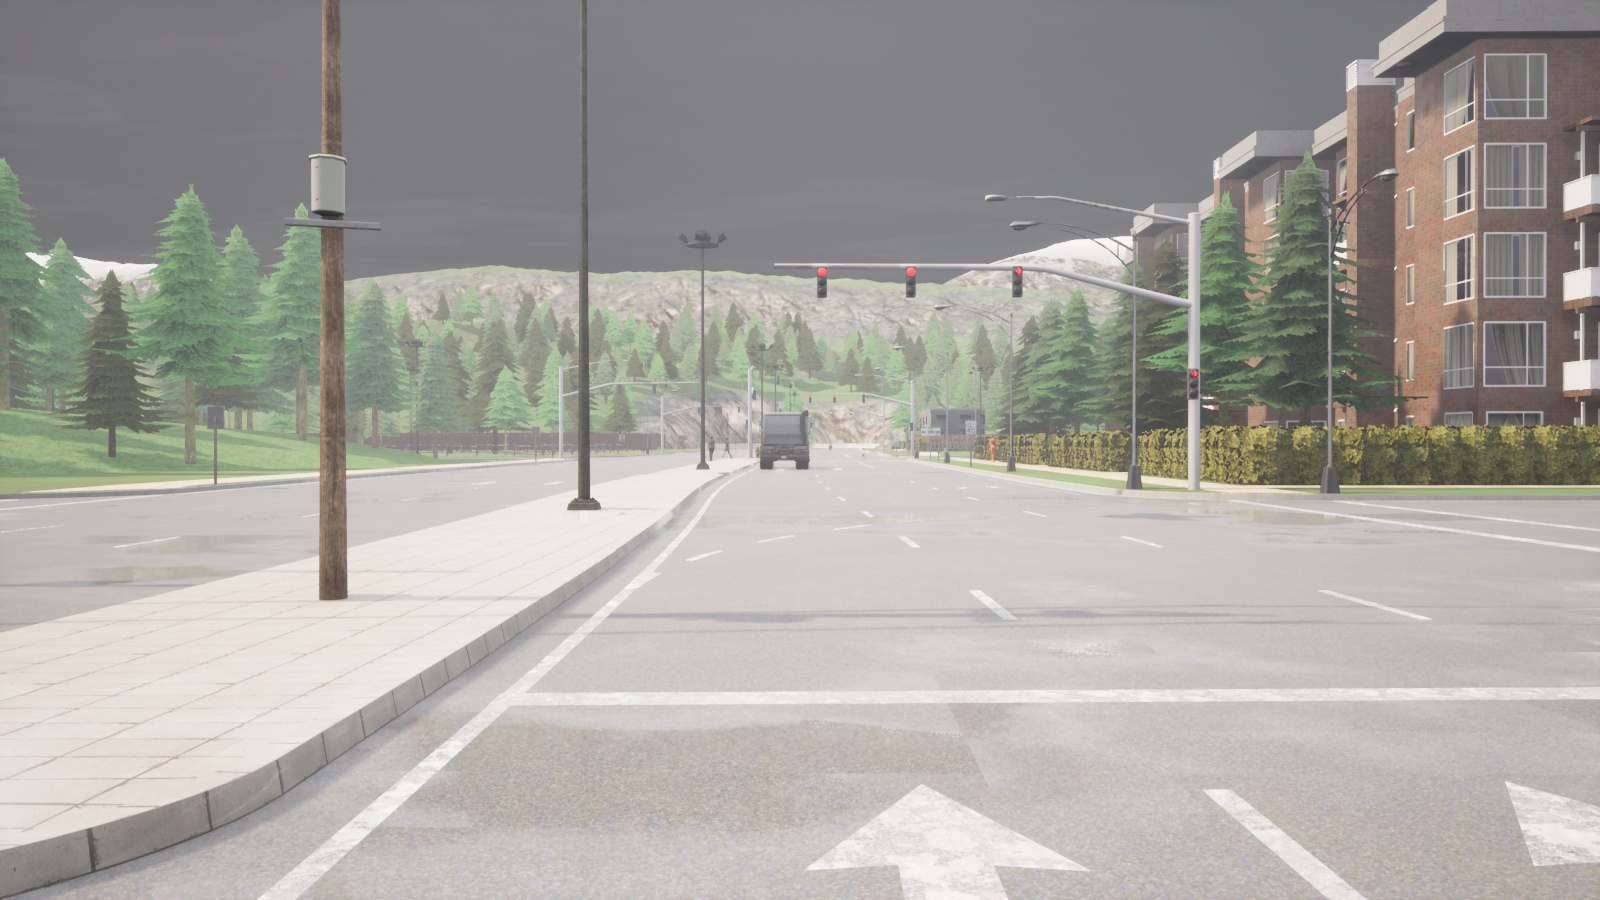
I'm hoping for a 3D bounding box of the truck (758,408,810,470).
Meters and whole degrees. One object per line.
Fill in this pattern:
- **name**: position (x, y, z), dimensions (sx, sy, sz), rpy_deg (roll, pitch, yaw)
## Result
- **truck**: position (-0.863, -0.655, 73.965), dimensions (2.891, 3.462, 7.936), rpy_deg (0, 0, 0)
